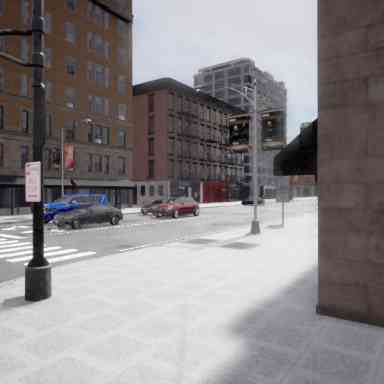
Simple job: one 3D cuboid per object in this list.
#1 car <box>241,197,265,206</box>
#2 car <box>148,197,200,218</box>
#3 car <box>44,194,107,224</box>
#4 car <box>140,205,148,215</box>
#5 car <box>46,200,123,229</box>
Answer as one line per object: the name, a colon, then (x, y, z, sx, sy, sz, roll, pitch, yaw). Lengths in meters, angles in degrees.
car: (8.975, 1.416, 48.775, 1.895, 1.301, 4.718, 0, 0, 36)
car: (-1.290, 1.256, 28.678, 2.097, 1.767, 4.553, 0, 0, 35)
car: (-8.507, 1.166, 24.091, 2.150, 2.045, 5.566, 0, 0, 35)
car: (-2.899, 1.429, 32.041, 1.812, 1.442, 4.674, 0, 0, 35)
car: (-6.507, 1.468, 21.285, 1.812, 1.442, 4.674, 0, 0, 37)
